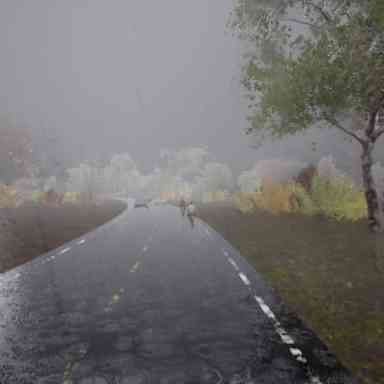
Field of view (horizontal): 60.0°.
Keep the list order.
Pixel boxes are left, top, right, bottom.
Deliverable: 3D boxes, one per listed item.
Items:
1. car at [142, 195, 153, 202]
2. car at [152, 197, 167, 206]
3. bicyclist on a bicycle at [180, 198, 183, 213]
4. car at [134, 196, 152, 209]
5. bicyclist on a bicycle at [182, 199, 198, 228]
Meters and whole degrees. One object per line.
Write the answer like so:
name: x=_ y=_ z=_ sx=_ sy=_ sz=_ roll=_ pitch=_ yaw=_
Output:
car: x=-9.892 y=1.440 z=73.806 sx=1.895 sy=1.301 sz=4.718 roll=0 pitch=0 yaw=-15
car: x=-5.303 y=1.488 z=54.131 sx=1.895 sy=1.301 sz=4.718 roll=0 pitch=0 yaw=-11
bicyclist on a bicycle: x=-0.808 y=1.390 z=29.237 sx=0.582 sy=1.620 sz=1.656 roll=0 pitch=0 yaw=-6
car: x=-6.529 y=1.463 z=42.953 sx=2.033 sy=1.411 sz=5.357 roll=0 pitch=0 yaw=-9
bicyclist on a bicycle: x=-0.017 y=1.393 z=20.829 sx=0.866 sy=1.612 sz=1.509 roll=-1 pitch=0 yaw=-5
